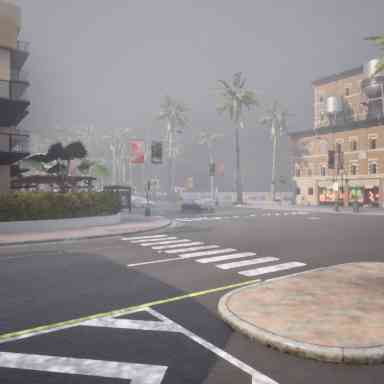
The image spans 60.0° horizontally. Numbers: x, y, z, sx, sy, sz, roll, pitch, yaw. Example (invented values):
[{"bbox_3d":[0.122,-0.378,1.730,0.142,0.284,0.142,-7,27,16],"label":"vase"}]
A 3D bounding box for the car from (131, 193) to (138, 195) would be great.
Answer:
[{"bbox_3d":[-12.657,1.222,67.386,2.150,2.045,5.566,0,0,-38],"label":"car"}]

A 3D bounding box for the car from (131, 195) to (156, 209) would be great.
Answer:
[{"bbox_3d":[-6.869,1.526,46.985,1.812,1.442,4.674,0,0,-35],"label":"car"}]

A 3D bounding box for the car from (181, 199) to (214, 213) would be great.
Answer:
[{"bbox_3d":[0.493,1.526,36.470,1.812,1.442,4.674,0,0,-35],"label":"car"}]
